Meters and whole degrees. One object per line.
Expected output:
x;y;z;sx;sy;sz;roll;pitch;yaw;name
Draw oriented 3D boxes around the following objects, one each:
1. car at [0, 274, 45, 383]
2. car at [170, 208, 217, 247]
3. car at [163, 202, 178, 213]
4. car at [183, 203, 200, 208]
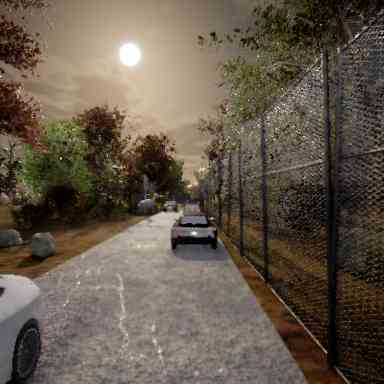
-2.853;1.531;2.697;1.812;1.442;4.674;0;0;0;car
0.081;1.638;15.303;1.994;1.385;4.181;0;0;0;car
-2.988;2.088;46.767;2.128;1.511;4.902;0;-2;0;car
0.015;1.866;33.750;2.033;1.411;5.357;0;-1;0;car
